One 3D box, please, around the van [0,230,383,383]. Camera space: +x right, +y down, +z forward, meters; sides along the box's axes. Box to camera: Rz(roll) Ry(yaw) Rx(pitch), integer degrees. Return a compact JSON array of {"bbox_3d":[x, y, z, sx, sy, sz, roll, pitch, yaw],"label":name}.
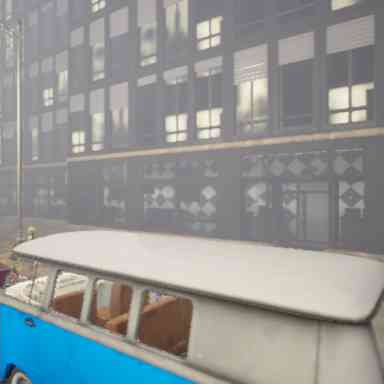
[{"bbox_3d":[-0.255,1.341,3.055,3.998,1.788,1.690,0,0,35],"label":"van"}]
